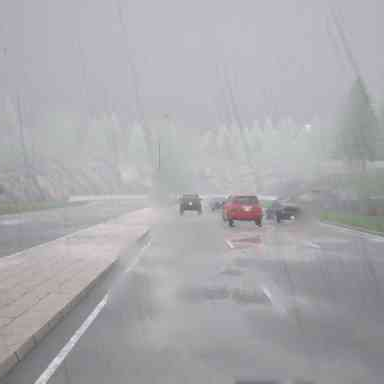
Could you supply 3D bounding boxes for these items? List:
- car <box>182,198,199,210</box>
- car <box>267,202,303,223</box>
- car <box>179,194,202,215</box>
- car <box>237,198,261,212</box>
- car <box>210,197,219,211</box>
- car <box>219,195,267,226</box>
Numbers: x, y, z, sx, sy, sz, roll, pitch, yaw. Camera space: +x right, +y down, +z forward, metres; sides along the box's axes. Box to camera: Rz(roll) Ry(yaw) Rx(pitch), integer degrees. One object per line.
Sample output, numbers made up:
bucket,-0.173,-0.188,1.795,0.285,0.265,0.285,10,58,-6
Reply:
car,-0.186,1.547,44.498,2.033,1.411,5.357,0,0,0
car,6.928,1.504,25.333,1.837,1.490,4.892,0,0,0
car,-0.134,1.221,34.315,2.150,2.045,5.566,0,0,0
car,6.833,1.491,40.372,2.128,1.511,4.902,0,0,0
car,3.333,1.352,40.322,2.097,1.767,4.553,0,0,0
car,3.439,1.221,23.501,2.150,2.045,5.566,0,0,0
